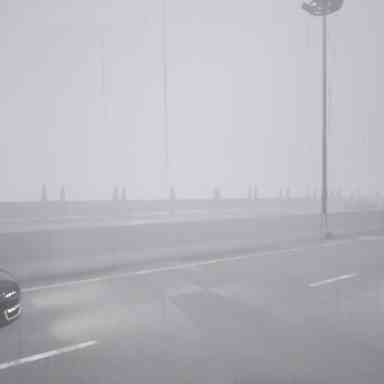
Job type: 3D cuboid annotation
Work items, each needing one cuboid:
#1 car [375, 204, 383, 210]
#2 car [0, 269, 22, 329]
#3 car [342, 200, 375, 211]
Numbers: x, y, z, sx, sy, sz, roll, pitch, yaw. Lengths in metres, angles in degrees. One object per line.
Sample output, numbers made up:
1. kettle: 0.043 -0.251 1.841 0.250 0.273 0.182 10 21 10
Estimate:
1. car: 22.764 1.495 36.644 4.902 1.511 2.128 0 0 -34
2. car: -5.012 1.498 4.448 4.892 1.490 1.837 1 0 -35
3. car: 19.577 1.602 38.704 4.718 1.301 1.895 0 0 -34
